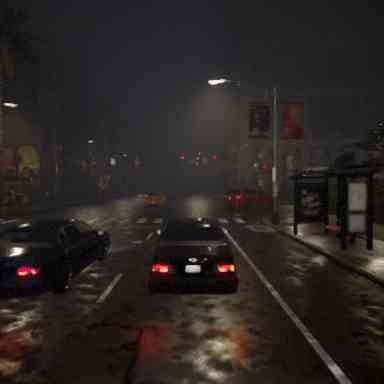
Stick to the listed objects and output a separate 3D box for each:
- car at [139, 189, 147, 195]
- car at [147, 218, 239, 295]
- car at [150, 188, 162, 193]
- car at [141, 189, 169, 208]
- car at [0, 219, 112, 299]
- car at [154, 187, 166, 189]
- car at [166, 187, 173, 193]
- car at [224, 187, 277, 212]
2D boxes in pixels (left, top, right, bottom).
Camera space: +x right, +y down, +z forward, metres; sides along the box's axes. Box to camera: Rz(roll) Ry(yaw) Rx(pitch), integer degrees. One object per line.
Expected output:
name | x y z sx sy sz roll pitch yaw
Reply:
car | -11.196 -0.035 77.571 1.994 1.385 4.181 0 1 -1
car | 0.011 1.369 8.477 2.033 1.411 5.357 0 1 0
car | -10.041 -0.396 93.504 1.812 1.442 4.674 0 1 12
car | -3.697 0.776 34.048 1.882 1.535 5.008 0 1 0
car | -3.488 1.380 8.286 2.033 1.411 5.357 0 1 0
car | -7.686 -0.021 76.531 1.994 1.385 4.181 0 1 -1
car | -6.731 -0.545 92.212 2.097 1.767 4.553 0 1 9
car | 5.293 0.590 29.824 5.566 2.045 2.150 -1 1 -39
